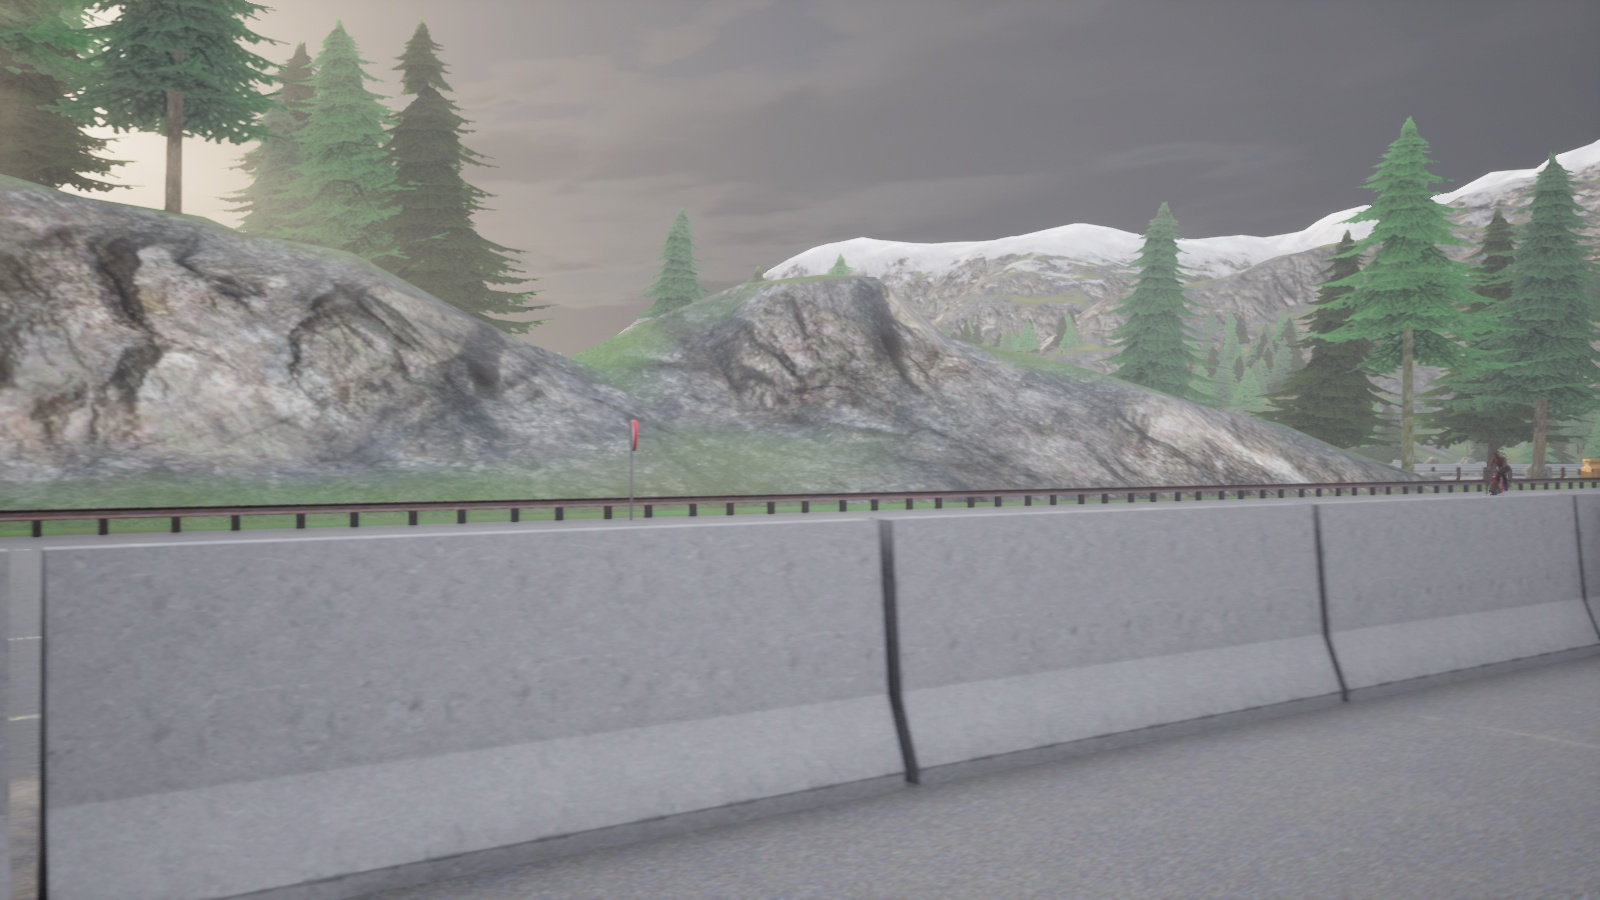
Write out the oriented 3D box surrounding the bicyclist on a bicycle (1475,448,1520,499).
[{"bbox_3d":[22.636,0.750,40.736,1.656,1.620,0.582,0,0,-35],"label":"bicyclist on a bicycle"}]
